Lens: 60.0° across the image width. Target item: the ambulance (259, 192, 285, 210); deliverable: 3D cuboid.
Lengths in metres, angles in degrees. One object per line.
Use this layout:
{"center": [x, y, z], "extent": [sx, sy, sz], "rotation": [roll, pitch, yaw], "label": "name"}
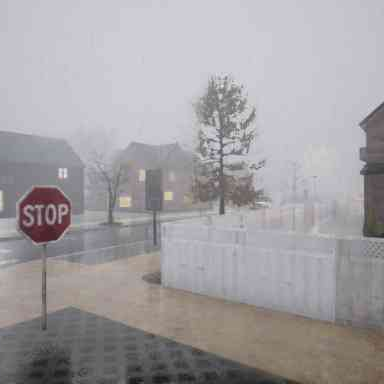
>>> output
{"center": [8.869, 1.252, 38.814], "extent": [2.351, 2.431, 6.366], "rotation": [-1, -1, 34], "label": "ambulance"}
